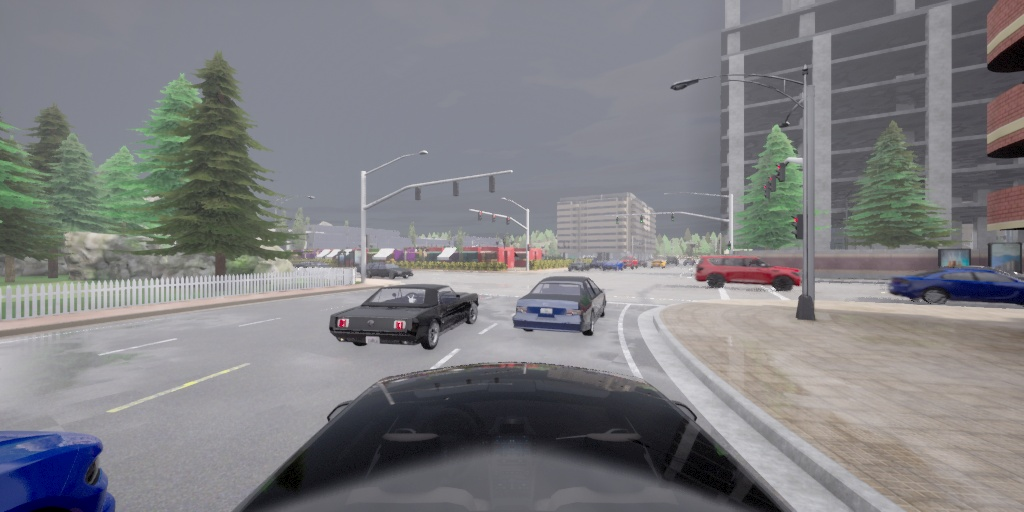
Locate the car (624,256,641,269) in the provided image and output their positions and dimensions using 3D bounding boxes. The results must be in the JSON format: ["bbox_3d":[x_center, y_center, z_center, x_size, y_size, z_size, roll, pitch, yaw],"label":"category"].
[{"bbox_3d":[18.630,0.972,57.287,2.150,2.045,5.566,0,0,30],"label":"car"}]

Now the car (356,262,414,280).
[{"bbox_3d":[-11.469,1.353,32.669,5.357,1.411,2.033,0,0,30],"label":"car"}]

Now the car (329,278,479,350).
[{"bbox_3d":[-2.292,1.351,9.163,1.895,1.301,4.718,0,0,11],"label":"car"}]

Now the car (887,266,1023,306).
[{"bbox_3d":[19.289,1.283,14.972,5.008,1.535,1.882,0,0,30],"label":"car"}]

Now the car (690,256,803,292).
[{"bbox_3d":[14.250,1.014,21.913,5.566,2.045,2.150,1,0,30],"label":"car"}]

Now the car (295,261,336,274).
[{"bbox_3d":[-20.587,1.296,37.915,4.902,1.511,2.128,0,0,30],"label":"car"}]

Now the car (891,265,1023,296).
[{"bbox_3d":[24.964,1.310,20.013,4.892,1.490,1.837,0,0,30],"label":"car"}]

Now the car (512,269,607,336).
[{"bbox_3d":[1.639,1.297,10.534,2.033,1.411,5.357,0,0,20],"label":"car"}]

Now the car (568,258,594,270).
[{"bbox_3d":[8.865,1.314,47.172,1.994,1.385,4.181,0,0,29],"label":"car"}]

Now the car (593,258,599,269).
[{"bbox_3d":[13.183,1.351,54.794,1.895,1.301,4.718,0,0,30],"label":"car"}]

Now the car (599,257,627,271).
[{"bbox_3d":[13.866,1.227,48.905,1.882,1.535,5.008,0,0,30],"label":"car"}]
